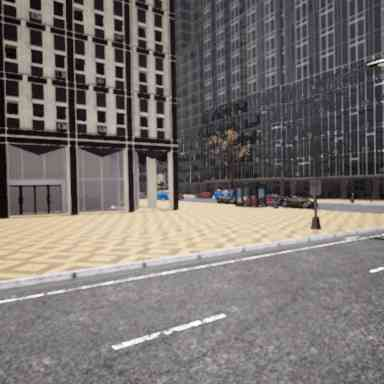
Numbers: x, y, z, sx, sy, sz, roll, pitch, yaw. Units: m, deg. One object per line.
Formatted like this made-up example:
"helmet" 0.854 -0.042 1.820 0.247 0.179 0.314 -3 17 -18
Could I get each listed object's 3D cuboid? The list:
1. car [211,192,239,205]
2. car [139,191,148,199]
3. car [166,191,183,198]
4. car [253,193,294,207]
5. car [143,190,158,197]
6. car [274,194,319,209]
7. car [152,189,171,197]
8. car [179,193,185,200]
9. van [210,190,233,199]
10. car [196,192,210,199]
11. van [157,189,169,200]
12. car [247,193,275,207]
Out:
"car" 5.061 1.019 44.985 1.947 1.339 4.313 -1 1 -34
"car" -10.885 0.728 68.505 2.008 1.369 4.403 -1 1 -34
"car" -3.957 0.543 73.218 1.802 1.307 4.206 -1 1 -34
"car" 10.207 0.926 42.108 2.128 1.511 4.902 -2 2 -34
"car" -10.355 0.289 82.612 1.967 1.590 4.097 -1 1 -34
"car" 11.394 1.129 35.543 1.947 1.339 4.313 -1 1 -34
"car" -7.158 0.220 77.912 2.192 1.841 5.009 -1 1 -34
"car" -3.052 0.772 61.729 1.994 1.385 4.181 -2 1 -34
"van" 5.634 0.468 59.118 1.690 1.788 3.998 -1 1 -34
"car" 2.439 0.654 63.821 1.802 1.307 4.206 -1 1 -34
"van" -4.490 0.630 59.105 1.690 1.788 3.998 -1 1 -34
"car" 8.210 1.090 40.254 1.802 1.307 4.206 -1 1 -34
